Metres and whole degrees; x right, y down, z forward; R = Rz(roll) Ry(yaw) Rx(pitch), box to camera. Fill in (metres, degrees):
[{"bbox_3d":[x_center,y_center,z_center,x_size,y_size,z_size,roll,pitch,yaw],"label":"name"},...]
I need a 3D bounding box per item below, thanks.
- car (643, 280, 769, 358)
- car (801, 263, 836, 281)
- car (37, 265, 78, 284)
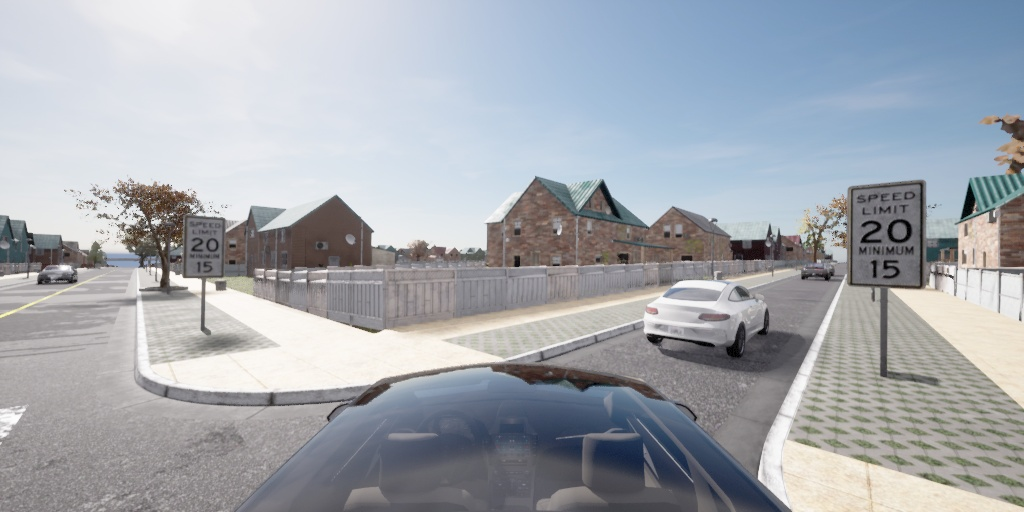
[{"bbox_3d":[4.776,1.291,8.631,1.812,1.442,4.674,0,0,44],"label":"car"},{"bbox_3d":[27.213,1.363,32.061,2.128,1.511,4.902,0,0,44],"label":"car"},{"bbox_3d":[-38.664,1.564,30.608,4.902,1.511,2.128,-1,-2,44],"label":"car"}]
